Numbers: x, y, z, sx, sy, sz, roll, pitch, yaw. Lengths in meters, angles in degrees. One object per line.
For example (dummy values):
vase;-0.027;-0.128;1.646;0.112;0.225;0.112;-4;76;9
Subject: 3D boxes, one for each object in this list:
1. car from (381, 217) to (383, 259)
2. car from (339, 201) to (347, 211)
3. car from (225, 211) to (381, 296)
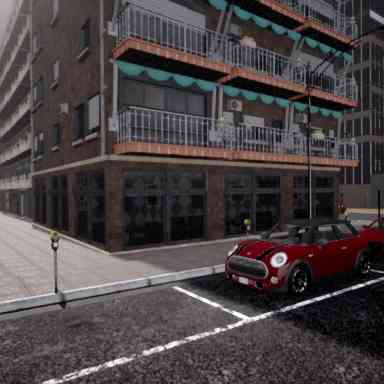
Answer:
car;7.264;1.543;11.743;4.507;1.381;1.887;0;-1;-35
car;16.533;1.745;40.629;1.967;1.590;4.097;-2;0;-36
car;2.764;1.439;8.538;4.097;1.590;1.967;0;-1;-35
